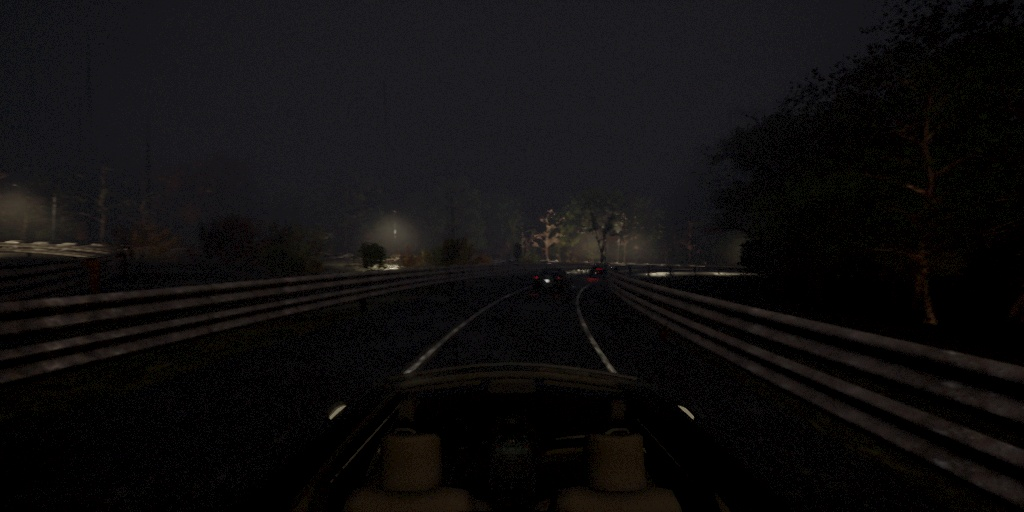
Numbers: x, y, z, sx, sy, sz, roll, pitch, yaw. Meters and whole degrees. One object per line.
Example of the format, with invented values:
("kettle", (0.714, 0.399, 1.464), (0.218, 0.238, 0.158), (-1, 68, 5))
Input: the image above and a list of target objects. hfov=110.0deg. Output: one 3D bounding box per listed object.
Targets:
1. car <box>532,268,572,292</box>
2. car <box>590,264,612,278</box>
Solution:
("car", (2.622, 1.436, 22.663), (1.994, 1.385, 4.181), (1, 0, 17))
("car", (10.700, 1.725, 42.558), (1.837, 1.490, 4.892), (0, -2, 31))
